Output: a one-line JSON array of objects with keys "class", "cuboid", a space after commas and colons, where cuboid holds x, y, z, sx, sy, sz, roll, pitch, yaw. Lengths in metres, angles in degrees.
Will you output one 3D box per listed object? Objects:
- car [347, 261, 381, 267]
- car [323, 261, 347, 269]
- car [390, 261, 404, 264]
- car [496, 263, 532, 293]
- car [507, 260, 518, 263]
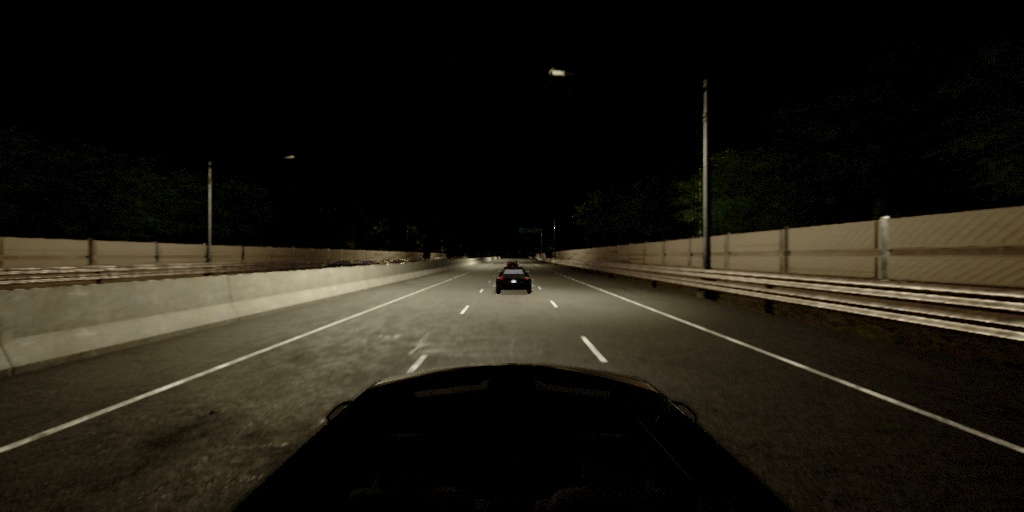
[{"class": "car", "cuboid": [-17.573, 1.295, 43.644, 2.033, 1.411, 5.357, 0, 0, 1]}, {"class": "car", "cuboid": [-21.056, 1.294, 44.032, 2.033, 1.411, 5.357, 0, 0, 1]}, {"class": "car", "cuboid": [-14.066, 1.311, 44.520, 1.994, 1.385, 4.181, 0, 0, 0]}, {"class": "car", "cuboid": [0.095, 1.317, 20.996, 1.994, 1.385, 4.181, 0, 0, 0]}, {"class": "car", "cuboid": [0.085, 1.335, 63.184, 1.895, 1.301, 4.718, 0, 0, 0]}]
